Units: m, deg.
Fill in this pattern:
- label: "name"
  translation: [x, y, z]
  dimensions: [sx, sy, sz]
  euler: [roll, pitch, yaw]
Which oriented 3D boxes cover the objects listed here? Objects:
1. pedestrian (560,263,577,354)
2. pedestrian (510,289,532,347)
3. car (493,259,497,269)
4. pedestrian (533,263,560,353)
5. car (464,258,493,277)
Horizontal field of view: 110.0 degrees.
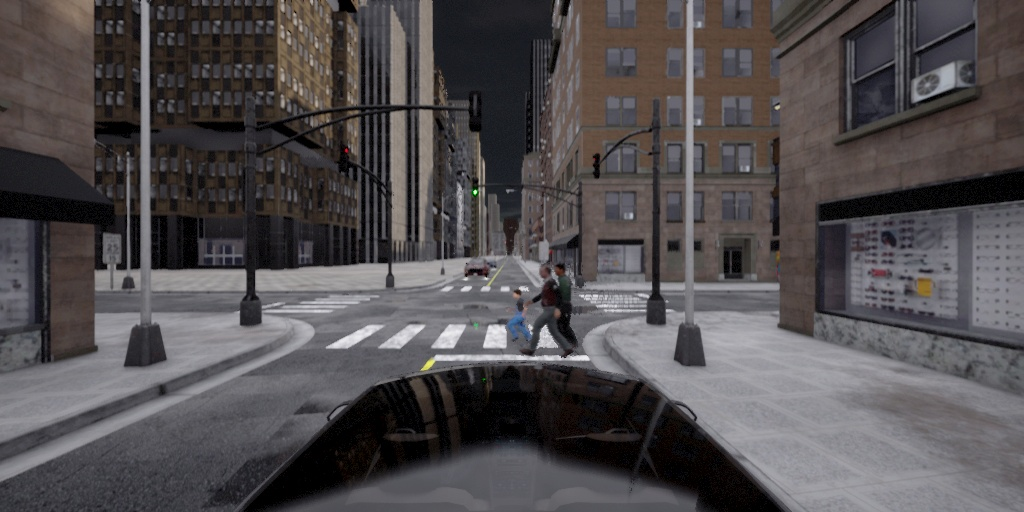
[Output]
- label: "pedestrian"
  translation: [1.082, 1.022, 7.518]
  dimensions: [0.375, 1.860, 0.375]
  euler: [0, 0, 0]
- label: "pedestrian"
  translation: [0.205, 1.298, 8.118]
  dimensions: [0.375, 1.300, 0.375]
  euler: [0, 0, 0]
- label: "car"
  translation: [-3.173, 1.094, 52.139]
  dimensions: [2.033, 1.411, 5.357]
  euler: [0, 0, 0]
- label: "pedestrian"
  translation: [0.656, 1.023, 6.864]
  dimensions: [0.375, 1.860, 0.375]
  euler: [0, 0, 0]
- label: "car"
  translation: [-3.157, 0.975, 33.086]
  dimensions: [2.097, 1.767, 4.553]
  euler: [0, 0, 0]
